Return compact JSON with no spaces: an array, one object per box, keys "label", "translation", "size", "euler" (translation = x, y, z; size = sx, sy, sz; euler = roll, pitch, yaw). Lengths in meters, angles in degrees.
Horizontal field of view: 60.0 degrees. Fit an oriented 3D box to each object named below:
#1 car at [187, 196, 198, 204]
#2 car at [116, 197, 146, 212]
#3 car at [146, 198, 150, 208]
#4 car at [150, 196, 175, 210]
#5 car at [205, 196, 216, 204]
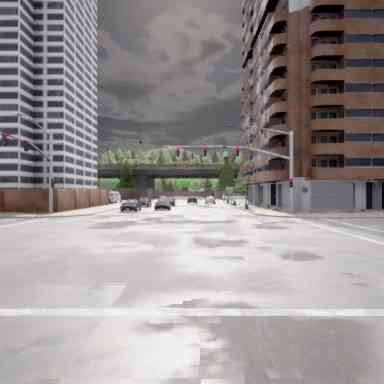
[{"label":"car","translation":[0.056,1.505,63.229],"size":[1.837,1.490,4.892],"euler":[0,0,0]},{"label":"car","translation":[-7.127,1.547,39.369],"size":[2.033,1.411,5.357],"euler":[0,0,0]},{"label":"car","translation":[-7.124,1.547,49.722],"size":[2.033,1.411,5.357],"euler":[0,0,0]},{"label":"car","translation":[-3.628,1.547,42.242],"size":[2.033,1.411,5.357],"euler":[0,0,0]},{"label":"car","translation":[3.455,1.525,63.109],"size":[1.812,1.442,4.674],"euler":[0,0,0]}]
